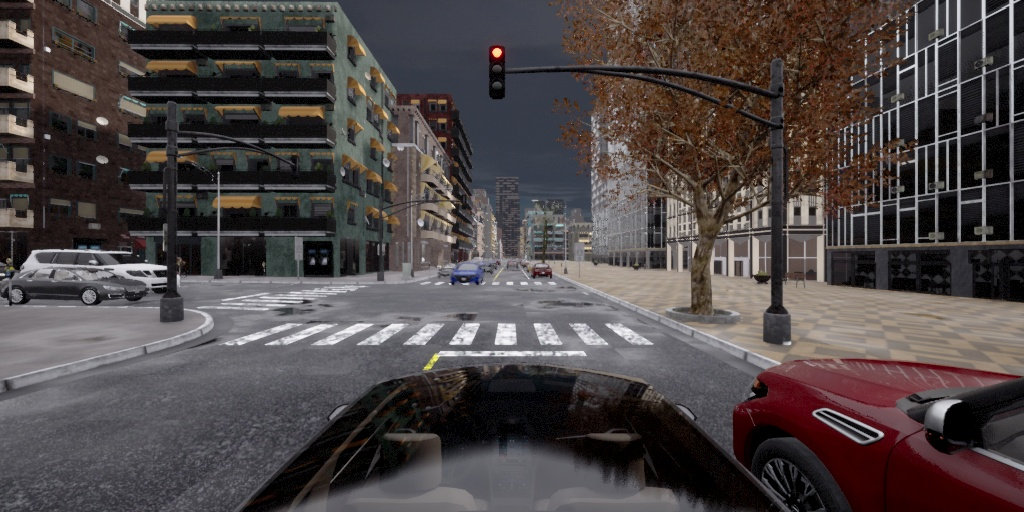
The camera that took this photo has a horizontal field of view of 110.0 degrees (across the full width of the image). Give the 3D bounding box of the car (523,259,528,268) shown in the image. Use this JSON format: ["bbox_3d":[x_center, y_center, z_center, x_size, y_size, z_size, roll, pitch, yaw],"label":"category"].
[{"bbox_3d":[2.676,1.298,44.253,1.751,1.417,4.829,0,0,0],"label":"car"}]

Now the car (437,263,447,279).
[{"bbox_3d":[-5.700,1.313,33.015,2.007,1.370,4.403,0,0,0],"label":"car"}]

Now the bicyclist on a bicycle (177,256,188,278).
[{"bbox_3d":[-23.177,0.761,24.854,0.582,1.620,1.656,1,0,-1],"label":"bicyclist on a bicycle"}]

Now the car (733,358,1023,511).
[{"bbox_3d":[2.691,1.065,0.631,2.192,1.841,5.009,0,0,0],"label":"car"}]

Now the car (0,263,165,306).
[{"bbox_3d":[-16.439,1.091,13.596,4.403,1.370,2.007,0,0,-1],"label":"car"}]

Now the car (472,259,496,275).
[{"bbox_3d":[-3.110,1.332,39.780,1.994,1.385,4.181,0,0,0],"label":"car"}]

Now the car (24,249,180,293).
[{"bbox_3d":[-18.432,0.738,16.164,5.566,2.045,2.150,1,0,-1],"label":"car"}]

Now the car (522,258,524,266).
[{"bbox_3d":[2.670,1.375,60.681,1.802,1.307,4.207,0,0,0],"label":"car"}]

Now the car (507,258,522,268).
[{"bbox_3d":[0.079,1.284,60.341,2.128,1.511,4.902,0,0,0],"label":"car"}]

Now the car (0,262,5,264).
[{"bbox_3d":[-33.196,0.869,21.801,4.403,1.370,2.007,0,0,-1],"label":"car"}]

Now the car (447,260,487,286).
[{"bbox_3d":[-3.107,1.234,25.569,1.882,1.535,5.008,0,0,0],"label":"car"}]

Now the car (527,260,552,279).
[{"bbox_3d":[2.680,1.307,33.018,1.888,1.381,4.507,0,0,0],"label":"car"}]

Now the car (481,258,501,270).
[{"bbox_3d":[-3.107,1.331,53.320,2.033,1.411,5.357,0,0,0],"label":"car"}]

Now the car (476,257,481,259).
[{"bbox_3d":[-5.708,1.226,55.146,1.967,1.591,4.097,0,0,0],"label":"car"}]
